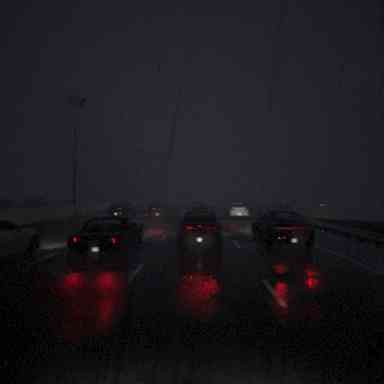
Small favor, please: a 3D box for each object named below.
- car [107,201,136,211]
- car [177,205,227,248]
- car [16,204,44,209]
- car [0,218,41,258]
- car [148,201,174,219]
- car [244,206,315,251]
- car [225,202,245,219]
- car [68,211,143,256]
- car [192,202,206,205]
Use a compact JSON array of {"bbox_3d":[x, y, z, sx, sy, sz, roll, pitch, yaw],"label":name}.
[{"bbox_3d":[-6.351,1.603,30.358,1.837,1.490,4.892,0,0,1],"label":"car"},{"bbox_3d":[0.351,1.576,15.104,1.837,1.490,4.892,0,0,1],"label":"car"},{"bbox_3d":[-20.291,1.424,42.276,2.097,1.767,4.553,0,0,1],"label":"car"},{"bbox_3d":[-6.752,1.536,10.817,1.812,1.442,4.674,0,0,2],"label":"car"},{"bbox_3d":[-2.851,1.624,30.294,1.837,1.490,4.892,0,0,1],"label":"car"},{"bbox_3d":[3.840,1.582,14.664,2.128,1.511,4.902,0,0,1],"label":"car"},{"bbox_3d":[4.159,1.695,30.888,1.812,1.442,4.674,1,0,1],"label":"car"},{"bbox_3d":[-3.190,1.644,13.359,1.895,1.301,4.718,0,0,1],"label":"car"},{"bbox_3d":[0.656,1.671,30.962,1.812,1.442,4.674,0,0,1],"label":"car"}]
